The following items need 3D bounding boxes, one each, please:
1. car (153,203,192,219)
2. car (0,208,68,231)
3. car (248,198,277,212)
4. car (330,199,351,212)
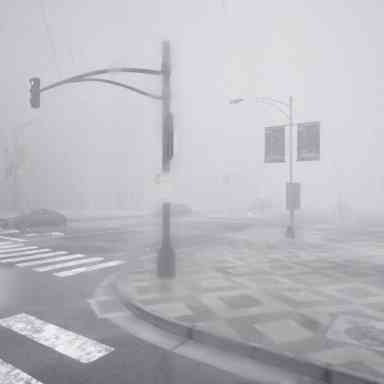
[{"bbox_3d":[-1.947,1.906,33.872,1.837,1.490,4.892,0,1,36],"label":"car"},{"bbox_3d":[-10.428,1.759,21.965,1.994,1.385,4.181,0,-1,37],"label":"car"},{"bbox_3d":[10.711,1.948,51.621,2.150,2.045,5.566,0,-1,35],"label":"car"},{"bbox_3d":[24.538,2.383,54.115,2.128,1.511,4.902,0,-1,36],"label":"car"}]
